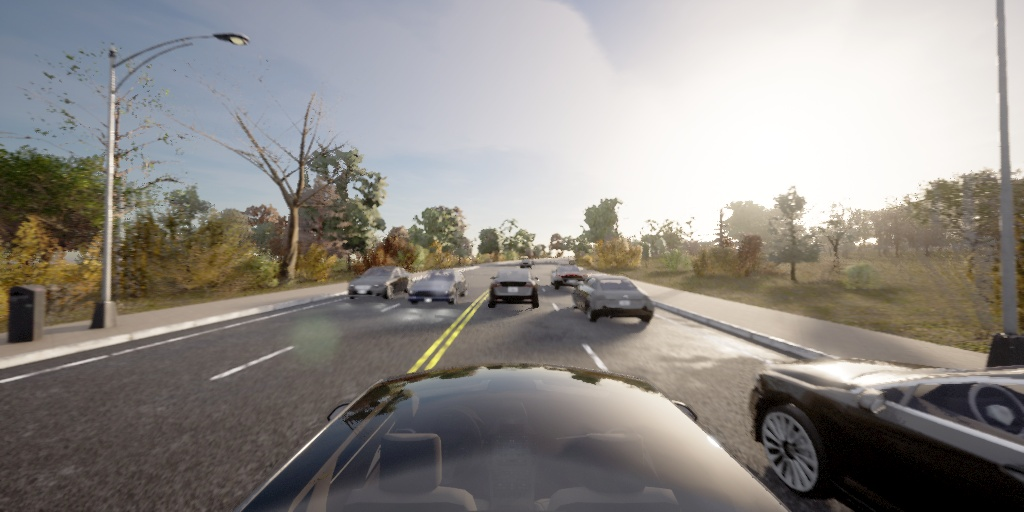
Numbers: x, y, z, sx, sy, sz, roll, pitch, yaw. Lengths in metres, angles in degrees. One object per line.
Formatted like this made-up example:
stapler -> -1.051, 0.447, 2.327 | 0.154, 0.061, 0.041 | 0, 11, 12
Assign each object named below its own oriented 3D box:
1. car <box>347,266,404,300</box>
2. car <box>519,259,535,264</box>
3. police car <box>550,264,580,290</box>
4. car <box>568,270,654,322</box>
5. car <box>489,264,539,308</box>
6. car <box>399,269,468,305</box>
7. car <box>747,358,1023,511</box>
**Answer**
car -> -6.391, 1.279, 17.881 | 2.128, 1.511, 4.902 | 0, 0, 1
car -> 2.179, 1.349, 55.474 | 1.837, 1.490, 4.892 | 0, 0, 4
police car -> 3.589, 1.312, 23.426 | 2.038, 1.542, 4.974 | 0, 0, 2
car -> 3.331, 1.348, 12.502 | 1.994, 1.385, 4.181 | 0, 0, 1
car -> 0.113, 1.292, 15.553 | 2.163, 1.488, 4.792 | 0, 0, 2
car -> -3.183, 1.334, 16.492 | 2.033, 1.411, 5.357 | 0, 0, 1
car -> 3.242, 1.246, 1.578 | 2.128, 1.511, 4.902 | 0, 0, 0
